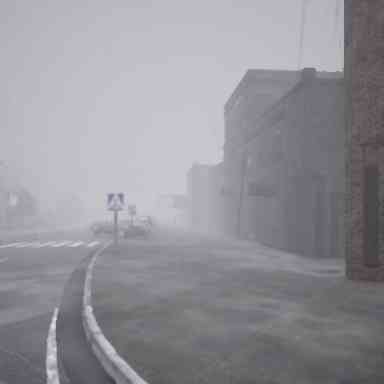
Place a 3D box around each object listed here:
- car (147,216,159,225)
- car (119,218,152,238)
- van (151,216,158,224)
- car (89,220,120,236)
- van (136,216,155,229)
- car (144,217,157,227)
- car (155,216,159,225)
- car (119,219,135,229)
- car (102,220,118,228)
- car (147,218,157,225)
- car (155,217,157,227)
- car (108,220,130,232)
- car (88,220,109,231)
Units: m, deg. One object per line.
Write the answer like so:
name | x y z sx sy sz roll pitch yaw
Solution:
car | -9.219 6.704 78.937 2.435 2.045 5.566 0 -4 -5
car | -4.936 3.309 29.542 2.002 1.452 4.674 2 -4 -5
van | -10.185 7.565 90.126 1.878 1.987 4.442 0 -4 -5
car | -8.332 3.613 32.545 1.895 1.301 4.718 0 -4 -5
van | -5.908 3.868 40.596 1.878 1.987 4.442 0 -4 -5
car | -7.802 5.605 62.525 2.185 1.767 4.553 0 -4 -5
car | -7.328 5.195 57.034 2.185 1.767 4.553 0 -4 -5
car | -10.163 4.997 52.373 1.837 1.490 4.892 0 -4 -5
car | -13.580 5.312 55.317 1.895 1.301 4.718 0 -4 -5
car | -8.752 6.552 73.520 2.097 1.535 5.008 0 -4 -5
car | -6.845 4.944 51.437 2.002 1.452 4.674 0 -4 -5
car | -9.238 4.312 42.623 2.033 1.411 5.357 0 -4 -5
car | -12.728 4.536 45.418 1.994 1.385 4.181 0 -4 -4
